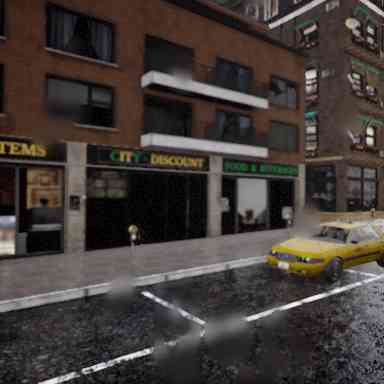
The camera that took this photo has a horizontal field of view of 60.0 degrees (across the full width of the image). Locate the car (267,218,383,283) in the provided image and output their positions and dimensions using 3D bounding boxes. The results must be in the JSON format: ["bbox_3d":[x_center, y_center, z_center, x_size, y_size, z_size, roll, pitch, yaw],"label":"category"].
[{"bbox_3d":[4.205,1.460,9.538,4.829,1.417,1.752,-1,2,-35],"label":"car"}]
